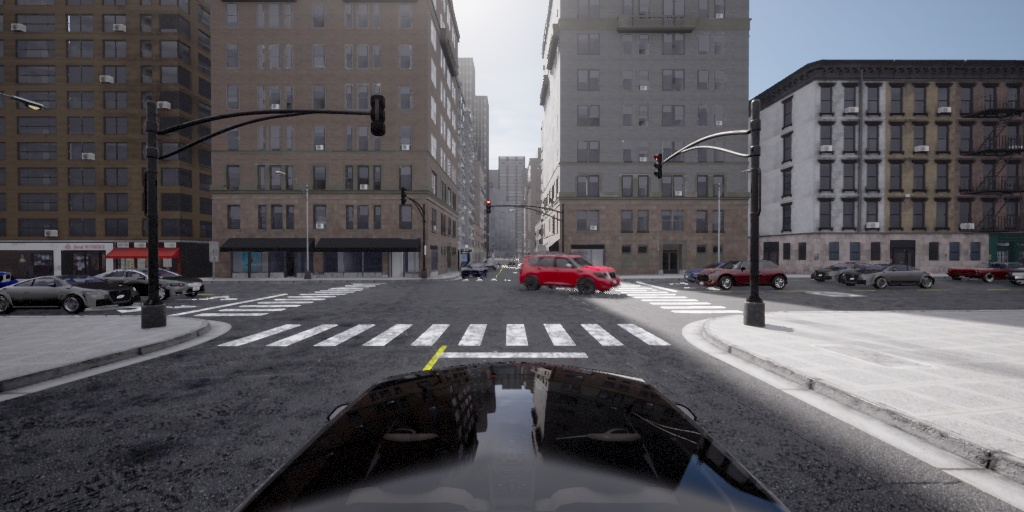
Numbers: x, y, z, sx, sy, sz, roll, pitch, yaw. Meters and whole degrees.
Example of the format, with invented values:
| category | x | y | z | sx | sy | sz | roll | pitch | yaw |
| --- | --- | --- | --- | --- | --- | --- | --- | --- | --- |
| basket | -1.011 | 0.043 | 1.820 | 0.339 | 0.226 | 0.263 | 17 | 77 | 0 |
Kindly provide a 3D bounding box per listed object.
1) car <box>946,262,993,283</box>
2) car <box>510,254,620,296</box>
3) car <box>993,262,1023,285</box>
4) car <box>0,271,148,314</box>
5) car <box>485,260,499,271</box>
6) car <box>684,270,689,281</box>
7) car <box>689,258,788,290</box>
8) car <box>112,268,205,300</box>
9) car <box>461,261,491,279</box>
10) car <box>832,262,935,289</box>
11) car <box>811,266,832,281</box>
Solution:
| category | x | y | z | sx | sy | sz | roll | pitch | yaw |
| --- | --- | --- | --- | --- | --- | --- | --- | --- | --- |
| car | 32.843 | 1.073 | 24.408 | 4.718 | 1.301 | 1.895 | 0 | 1 | 0 |
| car | 2.912 | 0.934 | 19.443 | 5.566 | 2.045 | 2.150 | 0 | 1 | 39 |
| car | 32.389 | 1.002 | 21.156 | 4.902 | 1.511 | 2.128 | 0 | 1 | 0 |
| car | -17.525 | 1.441 | 14.215 | 4.181 | 1.385 | 1.994 | 0 | 1 | 0 |
| car | -3.118 | 1.270 | 49.773 | 1.837 | 1.490 | 4.892 | 0 | 0 | 0 |
| car | 14.176 | 1.127 | 24.324 | 4.674 | 1.442 | 1.812 | 0 | 1 | 0 |
| car | 13.349 | 0.994 | 21.048 | 4.553 | 1.767 | 2.097 | 0 | 1 | -1 |
| car | -17.794 | 1.335 | 17.474 | 4.902 | 1.511 | 2.128 | 0 | 1 | 1 |
| car | -3.329 | 1.354 | 32.390 | 1.895 | 1.301 | 4.718 | 0 | 0 | 4 |
| car | 21.992 | 1.148 | 21.115 | 4.181 | 1.385 | 1.994 | 0 | 1 | -1 |
| car | 22.923 | 1.106 | 24.375 | 4.181 | 1.385 | 1.994 | 0 | 1 | -1 |
